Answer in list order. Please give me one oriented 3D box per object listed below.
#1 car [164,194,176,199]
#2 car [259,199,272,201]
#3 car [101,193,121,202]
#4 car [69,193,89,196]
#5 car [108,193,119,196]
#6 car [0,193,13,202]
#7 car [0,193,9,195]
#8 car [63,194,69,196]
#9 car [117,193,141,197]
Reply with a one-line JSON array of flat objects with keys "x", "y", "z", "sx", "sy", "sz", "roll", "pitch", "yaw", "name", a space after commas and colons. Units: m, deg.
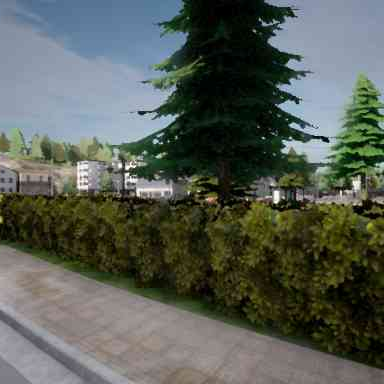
[{"x": -2.220, "y": 1.221, "z": 37.411, "sx": 5.566, "sy": 2.045, "sz": 2.150, "roll": 0, "pitch": 0, "yaw": -45, "name": "car"}, {"x": 9.911, "y": 1.478, "z": 44.328, "sx": 1.882, "sy": 1.535, "sz": 5.008, "roll": 0, "pitch": 0, "yaw": 45, "name": "car"}, {"x": -17.556, "y": 1.077, "z": 72.081, "sx": 3.866, "sy": 1.878, "sz": 1.905, "roll": 0, "pitch": 0, "yaw": -45, "name": "car"}, {"x": -26.518, "y": 1.153, "z": 81.212, "sx": 5.027, "sy": 1.636, "sz": 2.152, "roll": 0, "pitch": 0, "yaw": -45, "name": "car"}, {"x": -15.227, "y": 1.097, "z": 70.296, "sx": 4.605, "sy": 1.855, "sz": 1.932, "roll": 0, "pitch": 0, "yaw": -45, "name": "car"}, {"x": -41.124, "y": 1.097, "z": 71.276, "sx": 4.605, "sy": 1.855, "sz": 1.932, "roll": 0, "pitch": 0, "yaw": -45, "name": "car"}, {"x": -23.116, "y": 1.330, "z": 40.896, "sx": 5.027, "sy": 1.636, "sz": 2.152, "roll": 0, "pitch": 0, "yaw": -45, "name": "car"}, {"x": -31.244, "y": 1.232, "z": 85.565, "sx": 3.806, "sy": 1.475, "sz": 1.970, "roll": 0, "pitch": 0, "yaw": -45, "name": "car"}, {"x": -9.691, "y": 1.384, "z": 53.866, "sx": 3.806, "sy": 1.475, "sz": 1.970, "roll": 0, "pitch": 0, "yaw": -45, "name": "car"}]
